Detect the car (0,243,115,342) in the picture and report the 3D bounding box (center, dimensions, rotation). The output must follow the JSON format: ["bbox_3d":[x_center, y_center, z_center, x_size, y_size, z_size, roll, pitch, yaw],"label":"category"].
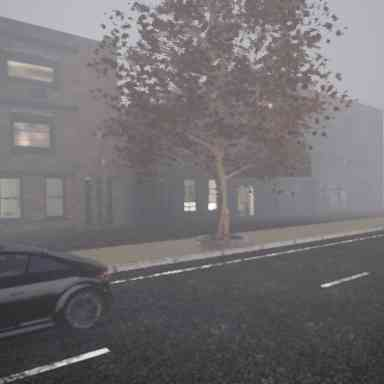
[{"bbox_3d":[-3.394,1.562,5.262,4.181,1.385,1.994,-1,0,-36],"label":"car"}]
